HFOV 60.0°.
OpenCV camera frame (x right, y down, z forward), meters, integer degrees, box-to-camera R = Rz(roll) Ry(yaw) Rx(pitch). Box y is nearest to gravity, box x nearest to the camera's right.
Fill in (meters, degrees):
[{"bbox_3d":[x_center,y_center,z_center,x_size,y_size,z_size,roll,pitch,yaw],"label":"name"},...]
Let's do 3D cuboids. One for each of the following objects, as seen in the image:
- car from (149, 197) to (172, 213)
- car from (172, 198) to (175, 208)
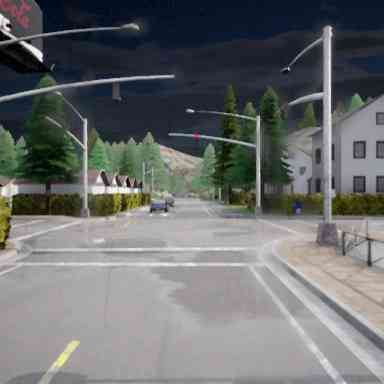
[{"bbox_3d":[-3.585,1.529,37.242,1.812,1.442,4.674,0,0,0],"label":"car"},{"bbox_3d":[-3.571,1.510,48.633,1.837,1.490,4.892,0,0,0],"label":"car"}]
